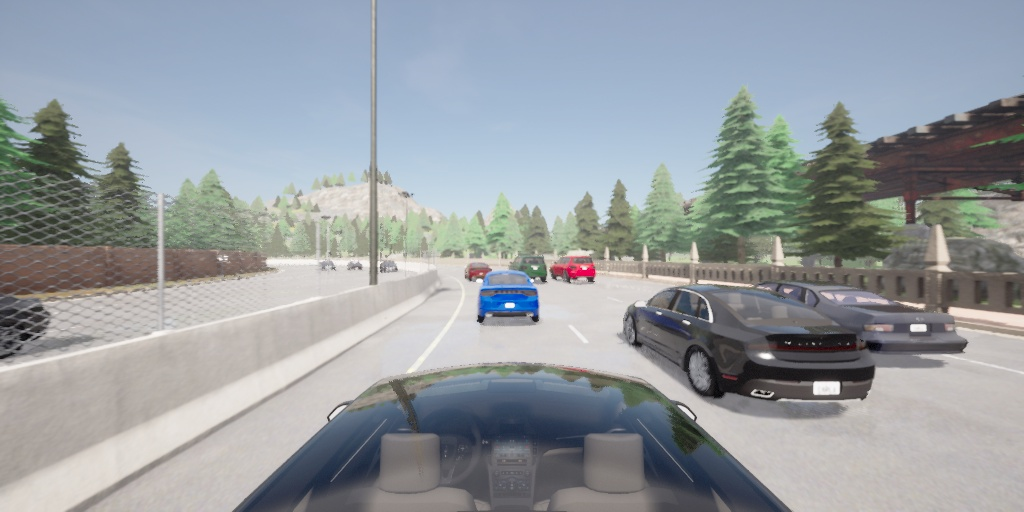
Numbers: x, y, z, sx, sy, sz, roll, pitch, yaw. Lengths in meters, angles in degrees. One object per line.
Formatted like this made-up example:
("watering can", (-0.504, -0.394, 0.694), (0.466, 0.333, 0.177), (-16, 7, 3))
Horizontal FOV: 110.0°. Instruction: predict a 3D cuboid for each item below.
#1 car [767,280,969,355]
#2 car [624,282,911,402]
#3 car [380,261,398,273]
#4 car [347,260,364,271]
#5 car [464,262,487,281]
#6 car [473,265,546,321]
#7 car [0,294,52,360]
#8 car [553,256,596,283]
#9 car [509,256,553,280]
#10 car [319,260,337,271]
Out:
("car", (6.994, 1.305, 8.760), (2.033, 1.411, 5.357), (0, 0, -2))
("car", (3.546, 1.260, 6.502), (1.837, 1.490, 4.892), (0, 0, -1))
("car", (-15.566, 1.327, 45.381), (1.812, 1.442, 4.674), (0, 0, -24))
("car", (-22.937, 1.357, 52.372), (2.033, 1.411, 5.357), (0, 0, -29))
("car", (-2.994, 1.261, 30.681), (1.882, 1.535, 5.008), (0, 0, -13))
("car", (-0.222, 1.240, 12.532), (1.882, 1.535, 5.008), (0, 0, -4))
("car", (-10.658, 1.259, 5.467), (1.837, 1.490, 4.892), (0, 0, -1))
("car", (4.715, 1.001, 28.416), (2.150, 2.045, 5.566), (0, 0, -11))
("car", (1.139, 1.002, 28.393), (2.150, 2.045, 5.566), (0, 0, -12))
("car", (-25.768, 1.333, 50.173), (1.812, 1.442, 4.674), (0, 0, -29))
